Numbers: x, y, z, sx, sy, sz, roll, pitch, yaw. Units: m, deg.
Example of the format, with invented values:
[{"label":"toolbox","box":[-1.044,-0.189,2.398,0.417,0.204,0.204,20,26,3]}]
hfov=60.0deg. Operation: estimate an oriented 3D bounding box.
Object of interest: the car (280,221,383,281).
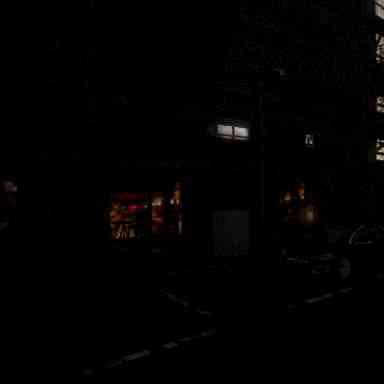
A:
[{"label":"car","box":[4.427,1.548,9.729,4.403,1.369,2.008,0,-1,-35]}]
